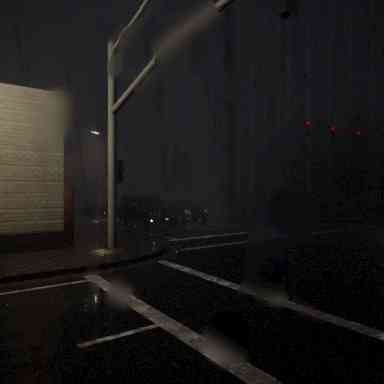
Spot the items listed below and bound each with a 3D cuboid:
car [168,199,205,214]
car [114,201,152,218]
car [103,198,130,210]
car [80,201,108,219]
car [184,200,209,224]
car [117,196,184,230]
[{"bbox_3d":[-0.738,1.581,37.400,1.812,1.442,4.674,0,0,-36],"label":"car"},{"bbox_3d":[-5.780,1.619,32.062,1.994,1.385,4.181,0,0,-35],"label":"car"},{"bbox_3d":[-10.160,1.581,44.472,1.812,1.442,4.674,0,0,-36],"label":"car"},{"bbox_3d":[-8.593,1.619,29.985,1.994,1.385,4.181,0,0,-35],"label":"car"},{"bbox_3d":[-0.759,1.407,25.034,2.097,1.767,4.553,0,0,-36],"label":"car"},{"bbox_3d":[-3.126,1.277,22.321,2.150,2.045,5.566,0,0,-36],"label":"car"}]
